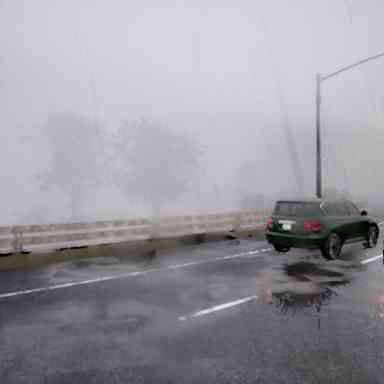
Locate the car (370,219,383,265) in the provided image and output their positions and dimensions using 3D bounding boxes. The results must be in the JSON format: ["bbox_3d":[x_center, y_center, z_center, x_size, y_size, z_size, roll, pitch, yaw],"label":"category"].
[{"bbox_3d":[7.324,1.529,10.052,4.674,1.442,1.812,0,0,-42],"label":"car"}]

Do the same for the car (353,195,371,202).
[{"bbox_3d":[39.164,1.460,76.695,2.128,1.511,4.902,0,0,6],"label":"car"}]

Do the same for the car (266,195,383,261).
[{"bbox_3d":[5.120,1.239,12.721,5.566,2.045,2.150,0,0,-42],"label":"car"}]
